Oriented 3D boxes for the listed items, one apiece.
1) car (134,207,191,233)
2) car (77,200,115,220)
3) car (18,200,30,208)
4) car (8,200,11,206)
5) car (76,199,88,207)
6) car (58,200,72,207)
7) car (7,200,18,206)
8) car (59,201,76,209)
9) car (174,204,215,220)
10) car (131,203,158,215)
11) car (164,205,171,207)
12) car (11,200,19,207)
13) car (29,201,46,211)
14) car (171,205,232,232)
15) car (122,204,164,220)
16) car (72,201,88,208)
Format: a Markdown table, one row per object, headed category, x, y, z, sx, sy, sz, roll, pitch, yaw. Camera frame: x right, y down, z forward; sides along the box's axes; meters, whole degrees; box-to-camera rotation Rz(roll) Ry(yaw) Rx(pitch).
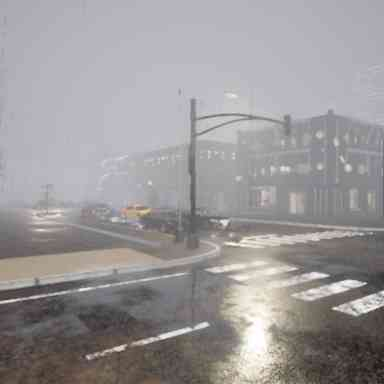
| category | x | y | z | sx | sy | sz | roll | pitch | yaw |
| --- | --- | --- | --- | --- | --- | --- | --- | --- | --- |
| car | -1.940 | 1.948 | 22.689 | 1.947 | 1.339 | 4.313 | -1 | 0 | -35 |
| car | -9.880 | 1.980 | 34.072 | 1.967 | 1.590 | 4.097 | -1 | 0 | -35 |
| car | -32.319 | 2.504 | 65.659 | 2.008 | 1.369 | 4.403 | -1 | 0 | -35 |
| car | -41.935 | 2.674 | 79.195 | 2.008 | 1.369 | 4.403 | -1 | 0 | -35 |
| car | -19.079 | 2.169 | 61.489 | 2.192 | 1.841 | 5.009 | -1 | 0 | -35 |
| car | -28.692 | 2.591 | 75.025 | 1.947 | 1.339 | 4.313 | -1 | 0 | -35 |
| car | -45.141 | 2.724 | 83.707 | 1.887 | 1.381 | 4.507 | -1 | 0 | -35 |
| car | -24.038 | 2.392 | 64.005 | 2.128 | 1.511 | 4.902 | 0 | -1 | -35 |
| car | 0.159 | 2.043 | 34.414 | 2.008 | 1.369 | 4.403 | -1 | 0 | -35 |
| car | -6.251 | 2.198 | 43.438 | 1.802 | 1.307 | 4.206 | -1 | 0 | -35 |
| car | -3.047 | 2.136 | 38.926 | 1.802 | 1.307 | 4.206 | -1 | 0 | -35 |
| car | -38.731 | 2.507 | 74.683 | 1.967 | 1.590 | 4.097 | -1 | 0 | -35 |
| car | -25.808 | 2.363 | 56.495 | 1.752 | 1.417 | 4.829 | -1 | 0 | -35 |
| car | 0.789 | 1.869 | 23.561 | 2.128 | 1.511 | 4.902 | 0 | -1 | -34 |
| car | -5.012 | 1.968 | 31.710 | 1.882 | 1.535 | 5.008 | 0 | -1 | -35 |
| car | -22.281 | 2.456 | 66.000 | 1.887 | 1.381 | 4.507 | -1 | 0 | -35 |
